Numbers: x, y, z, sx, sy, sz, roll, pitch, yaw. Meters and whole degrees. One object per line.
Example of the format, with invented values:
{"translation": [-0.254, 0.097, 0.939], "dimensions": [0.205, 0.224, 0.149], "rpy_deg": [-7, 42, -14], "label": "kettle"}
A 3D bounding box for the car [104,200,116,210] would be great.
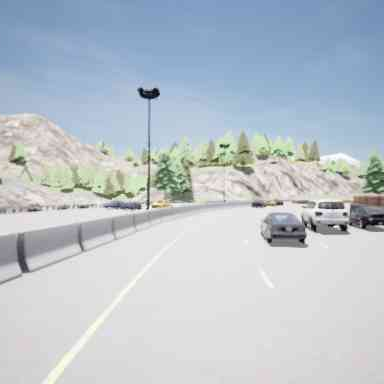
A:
{"translation": [-12.382, 2.062, 53.985], "dimensions": [1.812, 1.442, 4.674], "rpy_deg": [0, -1, 18], "label": "car"}

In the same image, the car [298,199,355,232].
{"translation": [8.978, 1.532, 22.870], "dimensions": [2.150, 2.045, 5.566], "rpy_deg": [0, -1, 9], "label": "car"}

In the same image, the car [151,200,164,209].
{"translation": [-4.972, 2.059, 54.140], "dimensions": [1.882, 1.535, 5.008], "rpy_deg": [0, -1, 19], "label": "car"}

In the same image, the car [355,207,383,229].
{"translation": [12.771, 1.853, 24.202], "dimensions": [1.837, 1.490, 4.892], "rpy_deg": [0, -1, 10], "label": "car"}

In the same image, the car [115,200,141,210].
{"translation": [-9.496, 2.089, 51.524], "dimensions": [1.994, 1.385, 4.181], "rpy_deg": [0, -1, 18], "label": "car"}

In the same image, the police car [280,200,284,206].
{"translation": [20.143, 2.423, 78.136], "dimensions": [1.930, 1.638, 5.238], "rpy_deg": [0, -1, 30], "label": "police car"}

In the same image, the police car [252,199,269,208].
{"translation": [12.982, 2.226, 64.307], "dimensions": [1.930, 1.638, 5.238], "rpy_deg": [0, -1, 24], "label": "police car"}

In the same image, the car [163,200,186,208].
{"translation": [-2.264, 2.090, 51.196], "dimensions": [1.812, 1.442, 4.674], "rpy_deg": [0, -1, 18], "label": "car"}

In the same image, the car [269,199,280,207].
{"translation": [17.333, 2.380, 73.105], "dimensions": [1.801, 1.575, 5.366], "rpy_deg": [0, -1, 28], "label": "car"}

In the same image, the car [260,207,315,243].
{"translation": [4.700, 1.775, 17.632], "dimensions": [2.033, 1.411, 5.357], "rpy_deg": [0, -1, 7], "label": "car"}
